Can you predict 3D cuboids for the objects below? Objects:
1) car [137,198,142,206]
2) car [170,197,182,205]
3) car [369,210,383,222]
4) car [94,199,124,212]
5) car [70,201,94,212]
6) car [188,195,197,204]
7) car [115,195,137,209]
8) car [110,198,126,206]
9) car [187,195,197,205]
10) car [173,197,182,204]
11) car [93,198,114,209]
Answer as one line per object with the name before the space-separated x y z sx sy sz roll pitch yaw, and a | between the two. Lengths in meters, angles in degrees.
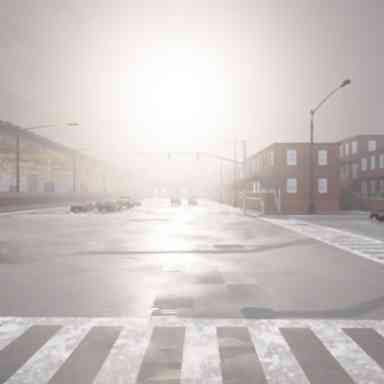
car | -10.534 1.914 62.246 1.812 1.442 4.674 0 0 0
car | -3.468 1.799 71.199 2.097 1.767 4.553 0 0 0
car | 17.045 1.713 26.286 5.357 1.411 2.033 0 0 0
car | -10.595 1.868 42.826 1.895 1.301 4.718 0 0 3
car | -14.083 1.817 43.241 2.033 1.411 5.357 0 0 0
car | 0.031 1.734 81.517 2.150 2.045 5.566 0 0 0
car | -10.573 1.548 52.453 2.150 2.045 5.566 0 0 0
car | -14.017 1.874 63.594 1.882 1.535 5.008 0 0 1
car | 0.125 1.979 69.264 2.033 1.411 5.357 0 0 0
car | -3.469 1.984 81.195 1.882 1.535 5.008 0 0 0
car | -14.071 1.809 53.131 1.882 1.535 5.008 0 0 0
